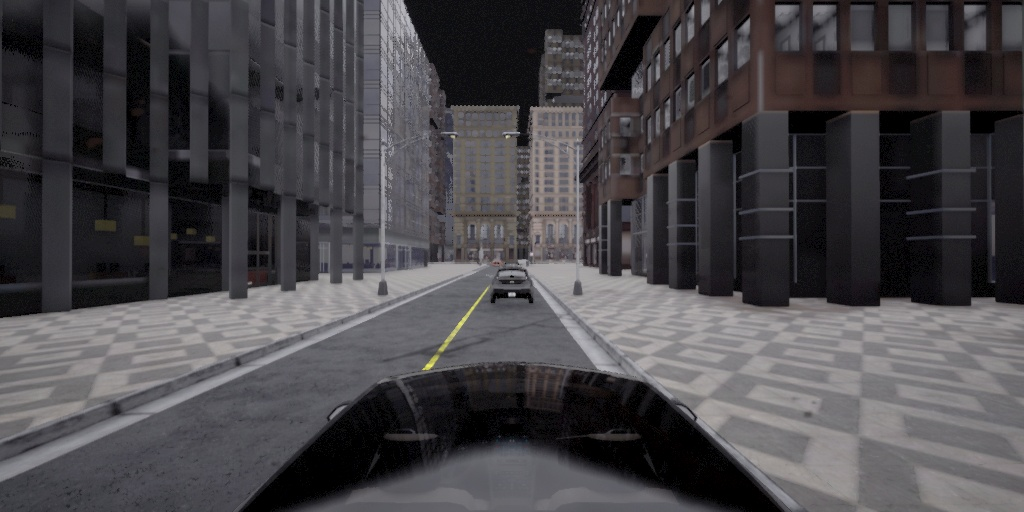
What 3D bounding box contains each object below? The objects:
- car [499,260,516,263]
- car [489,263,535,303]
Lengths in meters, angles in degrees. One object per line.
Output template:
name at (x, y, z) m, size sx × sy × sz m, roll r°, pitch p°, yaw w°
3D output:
car at (0.000, 1.282, 31.501) m, size 1.837 × 1.490 × 4.892 m, roll 0°, pitch 0°, yaw 0°
car at (0.000, 1.269, 16.501) m, size 1.837 × 1.490 × 4.892 m, roll 0°, pitch 0°, yaw 0°
